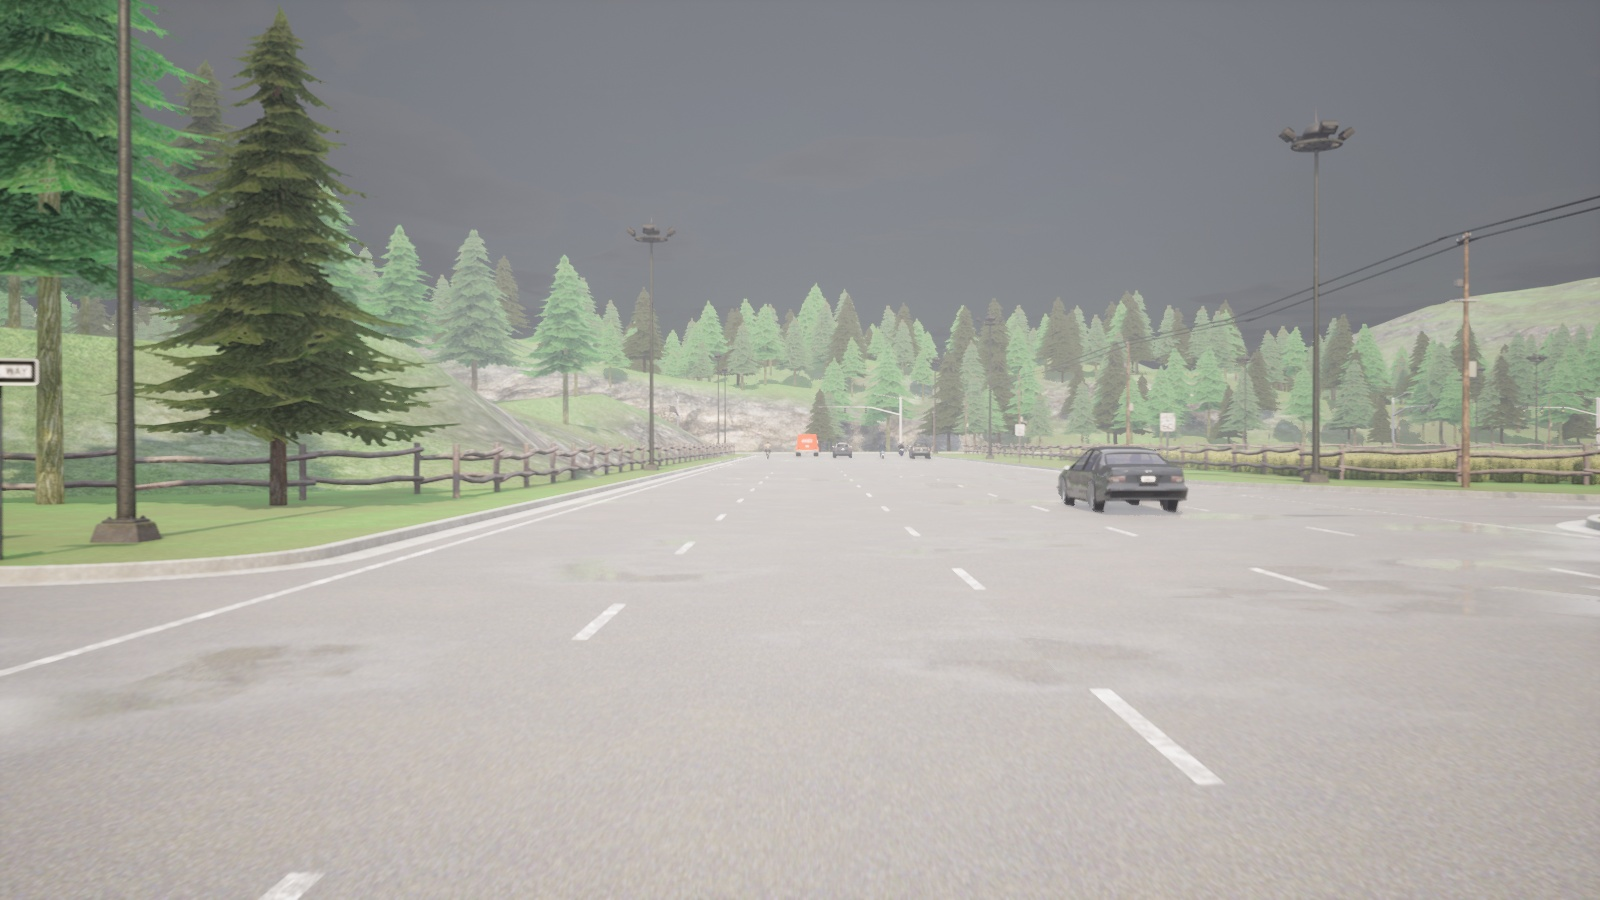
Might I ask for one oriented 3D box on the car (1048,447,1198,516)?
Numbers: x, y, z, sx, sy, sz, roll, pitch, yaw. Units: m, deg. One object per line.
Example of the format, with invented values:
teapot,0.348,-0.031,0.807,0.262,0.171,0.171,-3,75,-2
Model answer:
car,7.176,0.639,28.514,2.033,1.411,5.357,0,0,0
